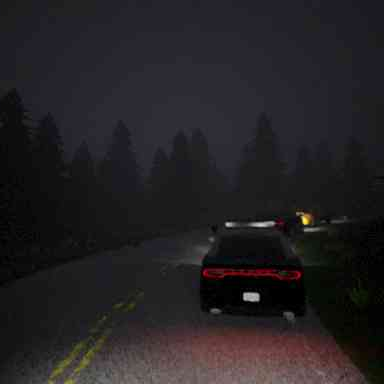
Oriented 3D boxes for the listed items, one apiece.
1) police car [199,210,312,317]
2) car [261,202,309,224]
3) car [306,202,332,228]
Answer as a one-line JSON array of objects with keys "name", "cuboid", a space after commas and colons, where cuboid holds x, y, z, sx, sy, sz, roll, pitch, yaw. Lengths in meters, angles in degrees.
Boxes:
[{"name": "police car", "cuboid": [1.367, 1.456, 7.817, 1.930, 1.638, 5.238, -1, 0, 10]}, {"name": "car", "cuboid": [4.265, 1.506, 16.428, 1.837, 1.490, 4.892, -3, -1, 28]}, {"name": "car", "cuboid": [7.380, 1.394, 21.226, 1.801, 1.575, 5.366, -4, -2, 38]}]
